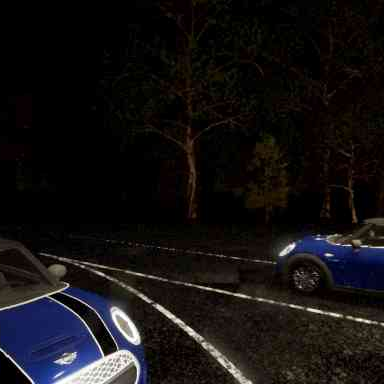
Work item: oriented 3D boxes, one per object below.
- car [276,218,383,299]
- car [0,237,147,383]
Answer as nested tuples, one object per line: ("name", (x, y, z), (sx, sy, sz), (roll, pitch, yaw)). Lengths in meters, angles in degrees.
("car", (4.172, 1.332, 7.151), (4.553, 1.767, 2.097), (0, 0, 35))
("car", (-2.666, 1.338, 3.771), (4.553, 1.767, 2.097), (1, 0, 35))
